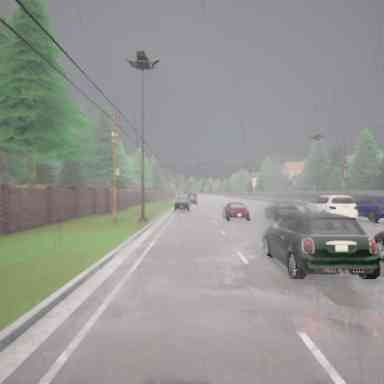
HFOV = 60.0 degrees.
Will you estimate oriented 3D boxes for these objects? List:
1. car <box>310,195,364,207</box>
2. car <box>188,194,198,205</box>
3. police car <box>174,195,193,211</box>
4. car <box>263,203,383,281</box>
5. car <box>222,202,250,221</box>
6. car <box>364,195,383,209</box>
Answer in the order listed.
[{"bbox_3d":[10.606,1.272,25.658,2.150,2.045,5.566,0,0,0],"label":"car"},{"bbox_3d":[0.019,1.595,60.266,1.882,1.535,5.008,0,0,0],"label":"car"},{"bbox_3d":[-1.213,1.505,41.273,1.930,1.638,5.238,0,0,0],"label":"police car"},{"bbox_3d":[3.599,1.372,10.115,2.097,1.767,4.553,0,0,0],"label":"car"},{"bbox_3d":[3.594,1.579,27.522,1.812,1.442,4.674,0,0,0],"label":"car"},{"bbox_3d":[14.106,1.272,25.607,2.150,2.045,5.566,0,0,0],"label":"car"}]
